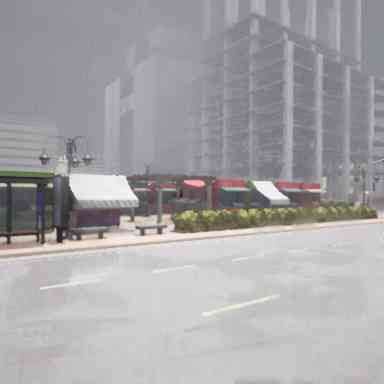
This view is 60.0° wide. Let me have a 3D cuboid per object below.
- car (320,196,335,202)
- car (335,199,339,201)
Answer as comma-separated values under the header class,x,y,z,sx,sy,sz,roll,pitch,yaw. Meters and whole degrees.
class,x,y,z,sx,sy,sz,roll,pitch,yaw
car,26.703,1.697,68.843,1.905,1.878,3.866,1,0,-36
car,29.095,1.725,70.553,1.905,1.878,3.866,1,0,-36
